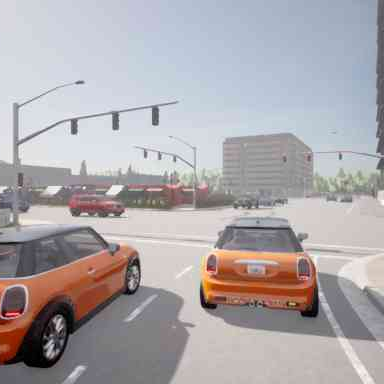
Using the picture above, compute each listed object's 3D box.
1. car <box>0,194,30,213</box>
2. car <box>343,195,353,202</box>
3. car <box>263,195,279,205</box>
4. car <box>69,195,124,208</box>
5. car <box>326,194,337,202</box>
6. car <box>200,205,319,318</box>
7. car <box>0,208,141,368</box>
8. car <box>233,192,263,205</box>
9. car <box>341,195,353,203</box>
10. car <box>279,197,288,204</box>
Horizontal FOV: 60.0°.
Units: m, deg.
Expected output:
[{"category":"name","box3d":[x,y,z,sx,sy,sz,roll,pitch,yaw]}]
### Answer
[{"category":"car","box3d":[-20.558,1.277,36.997,5.566,2.045,2.150,0,0,28]},{"category":"car","box3d":[36.526,1.498,77.823,1.837,1.490,4.892,0,0,27]},{"category":"car","box3d":[11.940,1.351,53.366,2.097,1.767,4.553,0,0,27]},{"category":"car","box3d":[-8.875,1.277,30.832,5.566,2.045,2.150,0,0,28]},{"category":"car","box3d":[33.386,1.353,79.371,2.097,1.767,4.553,0,0,27]},{"category":"car","box3d":[1.603,1.352,7.770,2.097,1.767,4.553,0,0,14]},{"category":"car","box3d":[-2.509,1.352,6.052,2.097,1.767,4.553,0,0,9]},{"category":"car","box3d":[7.349,1.220,44.516,2.150,2.045,5.566,0,0,27]},{"category":"car","box3d":[31.954,1.593,68.991,1.895,1.301,4.718,0,0,27]},{"category":"car","box3d":[16.565,1.599,62.209,1.895,1.301,4.718,0,0,28]}]
